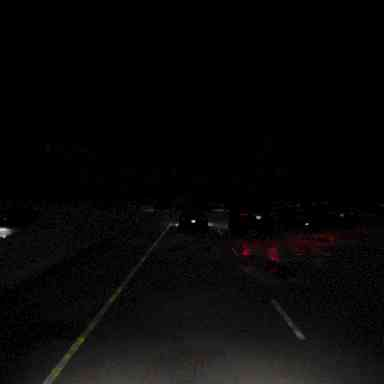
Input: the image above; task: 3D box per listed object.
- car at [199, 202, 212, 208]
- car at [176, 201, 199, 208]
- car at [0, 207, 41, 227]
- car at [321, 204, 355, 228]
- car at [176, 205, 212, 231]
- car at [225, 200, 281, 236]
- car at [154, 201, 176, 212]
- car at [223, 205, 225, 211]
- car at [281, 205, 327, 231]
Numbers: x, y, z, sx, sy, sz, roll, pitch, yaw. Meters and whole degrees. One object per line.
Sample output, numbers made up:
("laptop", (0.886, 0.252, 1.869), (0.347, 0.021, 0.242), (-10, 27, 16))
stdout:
("car", (1.722, 2.318, 54.526), (1.994, 1.385, 4.181), (0, -1, -22))
("car", (-1.186, 2.201, 52.302), (1.882, 1.535, 5.008), (0, -1, -22))
("car", (-14.049, 1.916, 26.500), (2.033, 1.411, 5.357), (0, -1, 0))
("car", (10.513, 1.705, 25.560), (2.097, 1.767, 4.553), (0, -1, -2))
("car", (0.072, 1.889, 23.362), (1.994, 1.385, 4.181), (0, -1, -1))
("car", (3.599, 1.510, 20.710), (2.150, 2.045, 5.566), (0, -1, 0))
("car", (-4.481, 2.213, 51.123), (1.837, 1.490, 4.892), (0, -1, -22))
("car", (6.475, 2.215, 51.256), (1.837, 1.490, 4.892), (0, 0, -18))
("car", (7.077, 1.811, 22.972), (2.128, 1.511, 4.902), (0, -1, -1))
